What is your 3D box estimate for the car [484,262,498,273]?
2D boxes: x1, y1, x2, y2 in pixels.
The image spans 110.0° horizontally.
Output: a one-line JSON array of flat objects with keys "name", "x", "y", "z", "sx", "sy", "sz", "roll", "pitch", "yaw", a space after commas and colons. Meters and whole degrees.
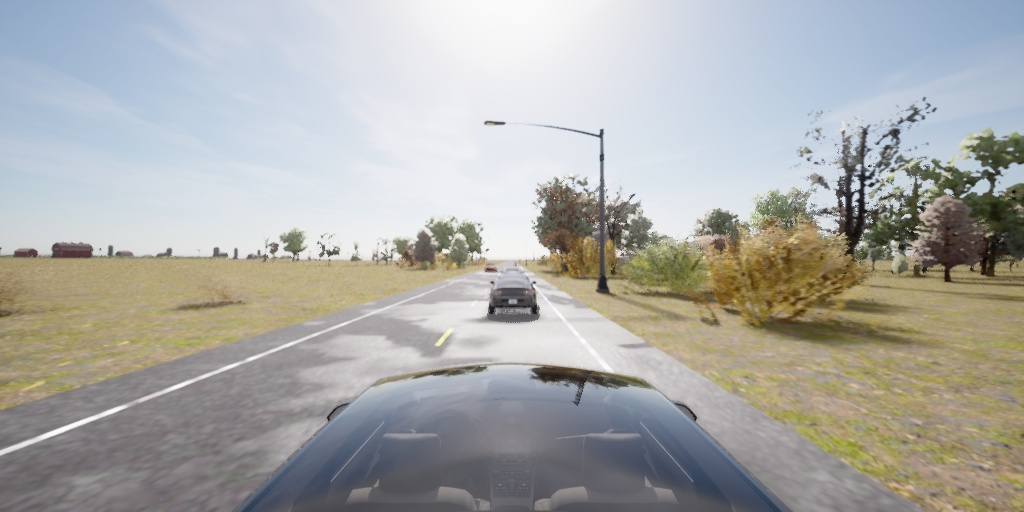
[{"name": "car", "x": -3.552, "y": 1.883, "z": 60.439, "sx": 2.097, "sy": 1.767, "sz": 4.553, "roll": 0, "pitch": -1, "yaw": 1}]

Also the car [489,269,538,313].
[{"name": "car", "x": 0.051, "y": 1.454, "z": 14.809, "sx": 1.812, "sy": 1.442, "sz": 4.674, "roll": 0, "pitch": -1, "yaw": 0}]

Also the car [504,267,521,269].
[{"name": "car", "x": 0.045, "y": 1.625, "z": 29.088, "sx": 1.837, "sy": 1.490, "sz": 4.892, "roll": 0, "pitch": 0, "yaw": 0}]
